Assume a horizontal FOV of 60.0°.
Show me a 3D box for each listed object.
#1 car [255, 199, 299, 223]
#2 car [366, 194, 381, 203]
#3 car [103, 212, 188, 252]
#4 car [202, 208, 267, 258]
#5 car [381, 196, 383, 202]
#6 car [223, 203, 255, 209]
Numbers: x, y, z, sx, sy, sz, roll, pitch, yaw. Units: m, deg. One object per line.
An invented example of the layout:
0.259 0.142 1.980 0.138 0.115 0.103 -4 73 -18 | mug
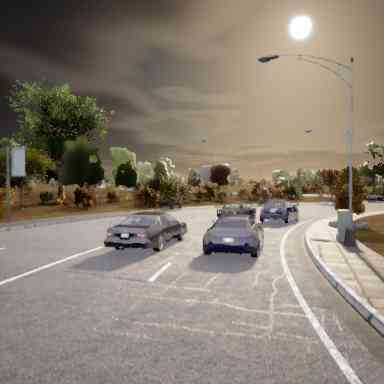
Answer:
6.801 1.374 25.580 2.097 1.767 4.553 1 0 29 | car
37.213 1.277 67.479 5.008 1.535 1.882 -1 2 -37 | car
-1.675 1.536 13.871 2.033 1.411 5.357 0 0 15 | car
1.712 1.565 12.989 1.994 1.385 4.181 0 0 15 | car
39.303 1.389 64.673 4.674 1.442 1.812 -1 2 -37 | car
3.779 1.585 27.351 1.895 1.301 4.718 1 0 29 | car
